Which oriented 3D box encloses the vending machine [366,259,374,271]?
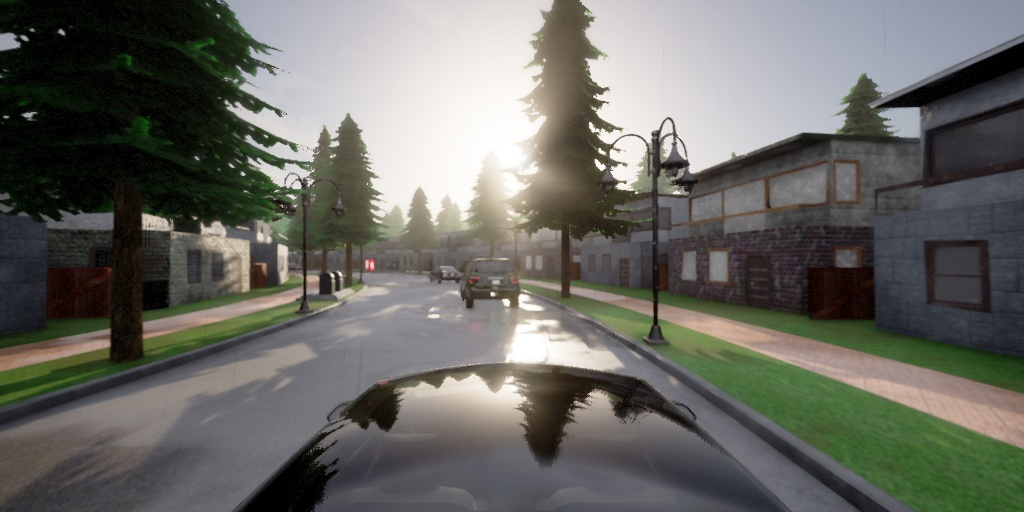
[{"bbox_3d":[-23.118,1.493,58.397,0.880,2.100,1.100,0,0,37],"label":"vending machine"}]

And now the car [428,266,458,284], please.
[{"bbox_3d":[-5.776,1.574,30.772,2.033,1.411,5.357,0,-1,-25],"label":"car"}]

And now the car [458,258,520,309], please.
[{"bbox_3d":[-1.113,1.103,16.167,2.150,2.045,5.566,0,0,-11],"label":"car"}]
